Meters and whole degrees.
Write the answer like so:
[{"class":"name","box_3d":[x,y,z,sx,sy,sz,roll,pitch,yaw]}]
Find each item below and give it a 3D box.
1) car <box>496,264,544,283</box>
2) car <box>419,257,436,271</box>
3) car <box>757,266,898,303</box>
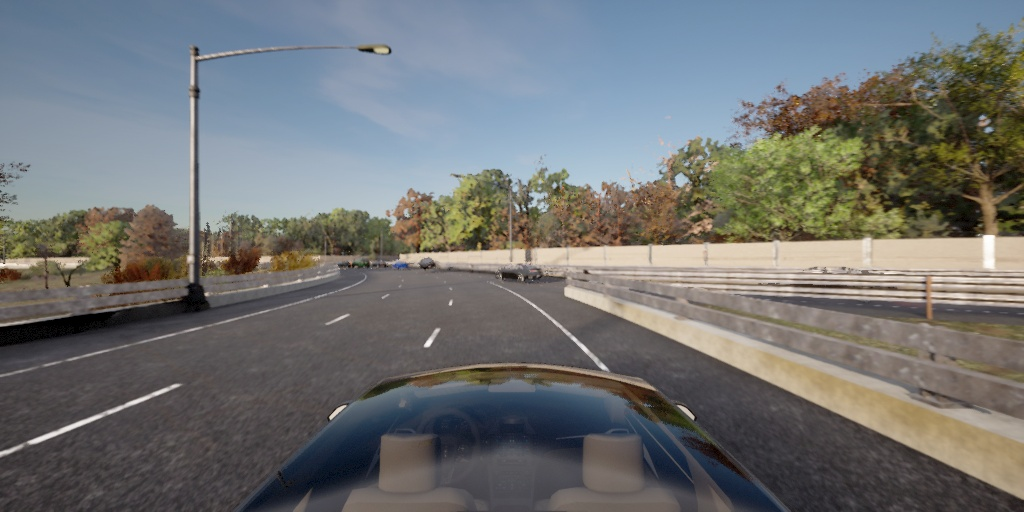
[{"class":"car","box_3d":[0.571,1.401,30.182,2.128,1.511,4.902,-1,0,-38]},{"class":"car","box_3d":[-12.893,0.943,54.150,1.882,1.535,5.008,-24,18,-18]},{"class":"car","box_3d":[14.468,1.227,16.821,4.902,1.511,2.128,-1,-1,38]}]
